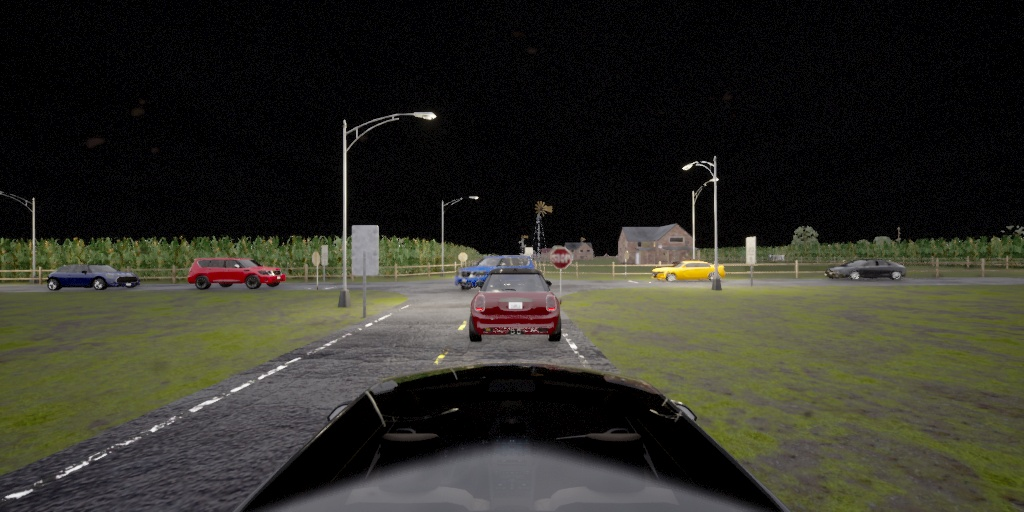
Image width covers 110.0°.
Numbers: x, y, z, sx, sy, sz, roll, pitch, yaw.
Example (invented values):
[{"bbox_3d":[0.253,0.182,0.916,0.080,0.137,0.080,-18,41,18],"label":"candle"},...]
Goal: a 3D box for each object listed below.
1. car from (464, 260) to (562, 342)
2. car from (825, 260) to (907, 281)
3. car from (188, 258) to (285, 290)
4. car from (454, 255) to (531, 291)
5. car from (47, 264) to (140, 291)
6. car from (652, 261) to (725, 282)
[{"bbox_3d":[0.058,1.103,9.955,2.097,1.767,4.553,0,0,-1],"label":"car"},{"bbox_3d":[25.860,1.022,26.320,4.892,1.490,1.837,0,0,1],"label":"car"},{"bbox_3d":[-18.348,1.126,23.985,5.566,2.045,2.150,-1,0,1],"label":"car"},{"bbox_3d":[-0.824,0.981,21.176,2.150,2.045,5.566,-1,-1,39],"label":"car"},{"bbox_3d":[-28.002,1.345,24.119,4.553,1.767,2.097,-1,0,1],"label":"car"},{"bbox_3d":[12.948,1.111,26.468,5.008,1.535,1.882,-1,0,0],"label":"car"}]
